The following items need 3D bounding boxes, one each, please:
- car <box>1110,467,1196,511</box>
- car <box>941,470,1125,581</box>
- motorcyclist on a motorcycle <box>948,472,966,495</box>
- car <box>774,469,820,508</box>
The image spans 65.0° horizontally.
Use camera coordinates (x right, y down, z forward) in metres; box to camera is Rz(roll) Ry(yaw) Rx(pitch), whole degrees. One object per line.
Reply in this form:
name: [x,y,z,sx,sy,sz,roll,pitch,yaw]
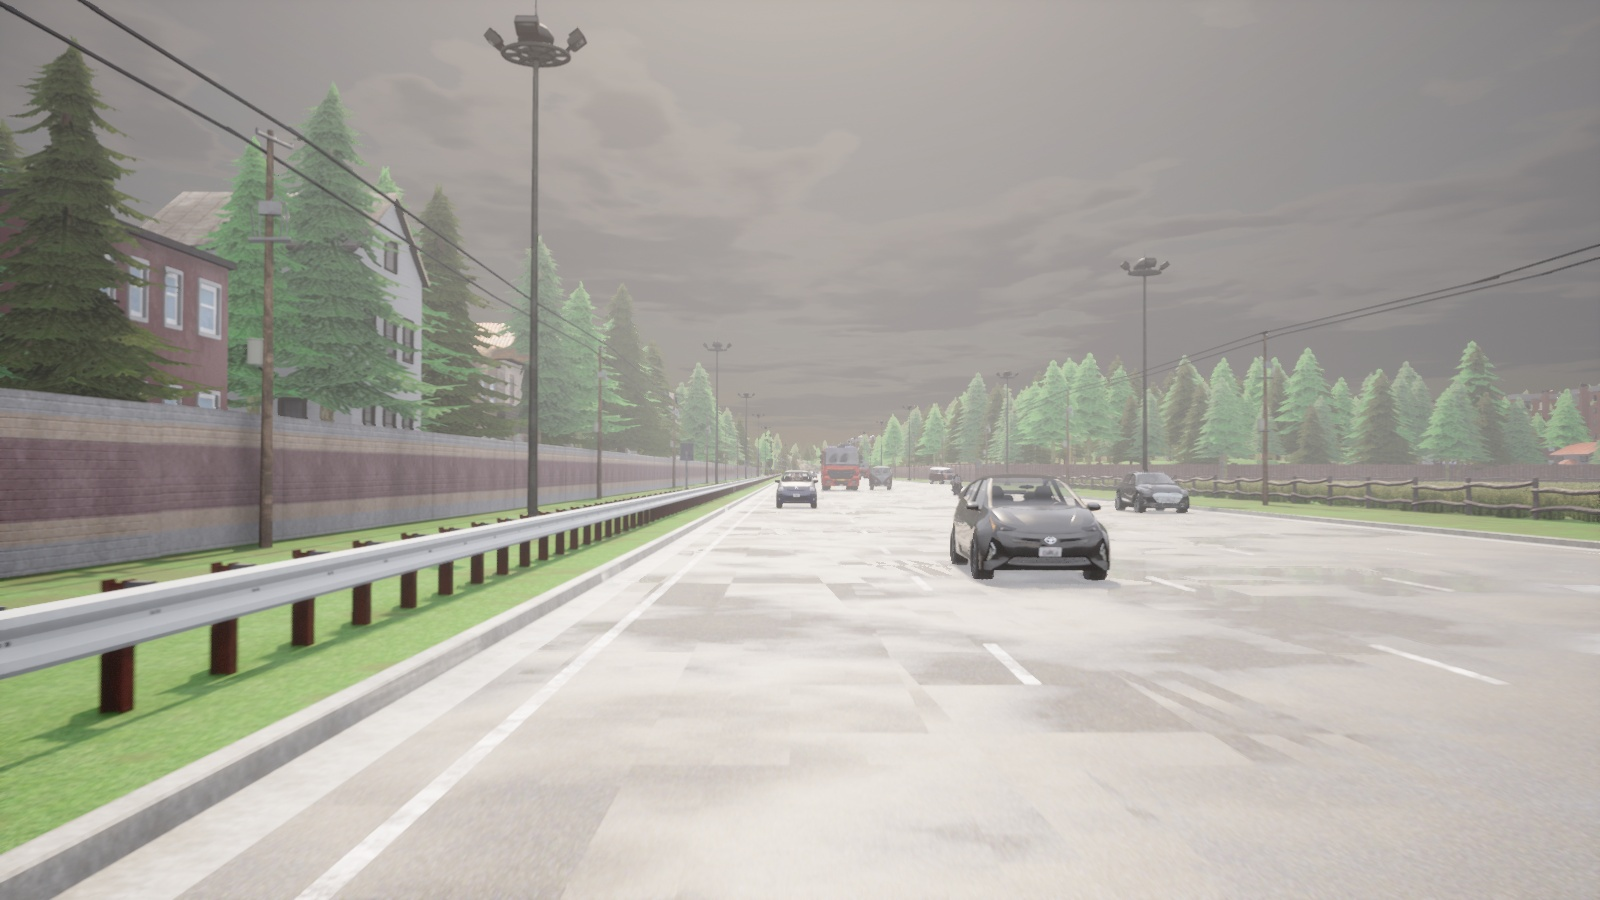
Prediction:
car: [13.880,1.520,49.657,2.033,1.649,4.856,0,-1,0]
car: [3.453,1.074,19.504,2.007,1.525,4.514,0,-1,0]
motorcyclist on a motorcycle: [10.277,2.185,82.242,0.866,1.530,2.191,0,-1,0]
car: [-0.129,1.610,53.540,1.851,1.617,3.988,0,-1,0]
